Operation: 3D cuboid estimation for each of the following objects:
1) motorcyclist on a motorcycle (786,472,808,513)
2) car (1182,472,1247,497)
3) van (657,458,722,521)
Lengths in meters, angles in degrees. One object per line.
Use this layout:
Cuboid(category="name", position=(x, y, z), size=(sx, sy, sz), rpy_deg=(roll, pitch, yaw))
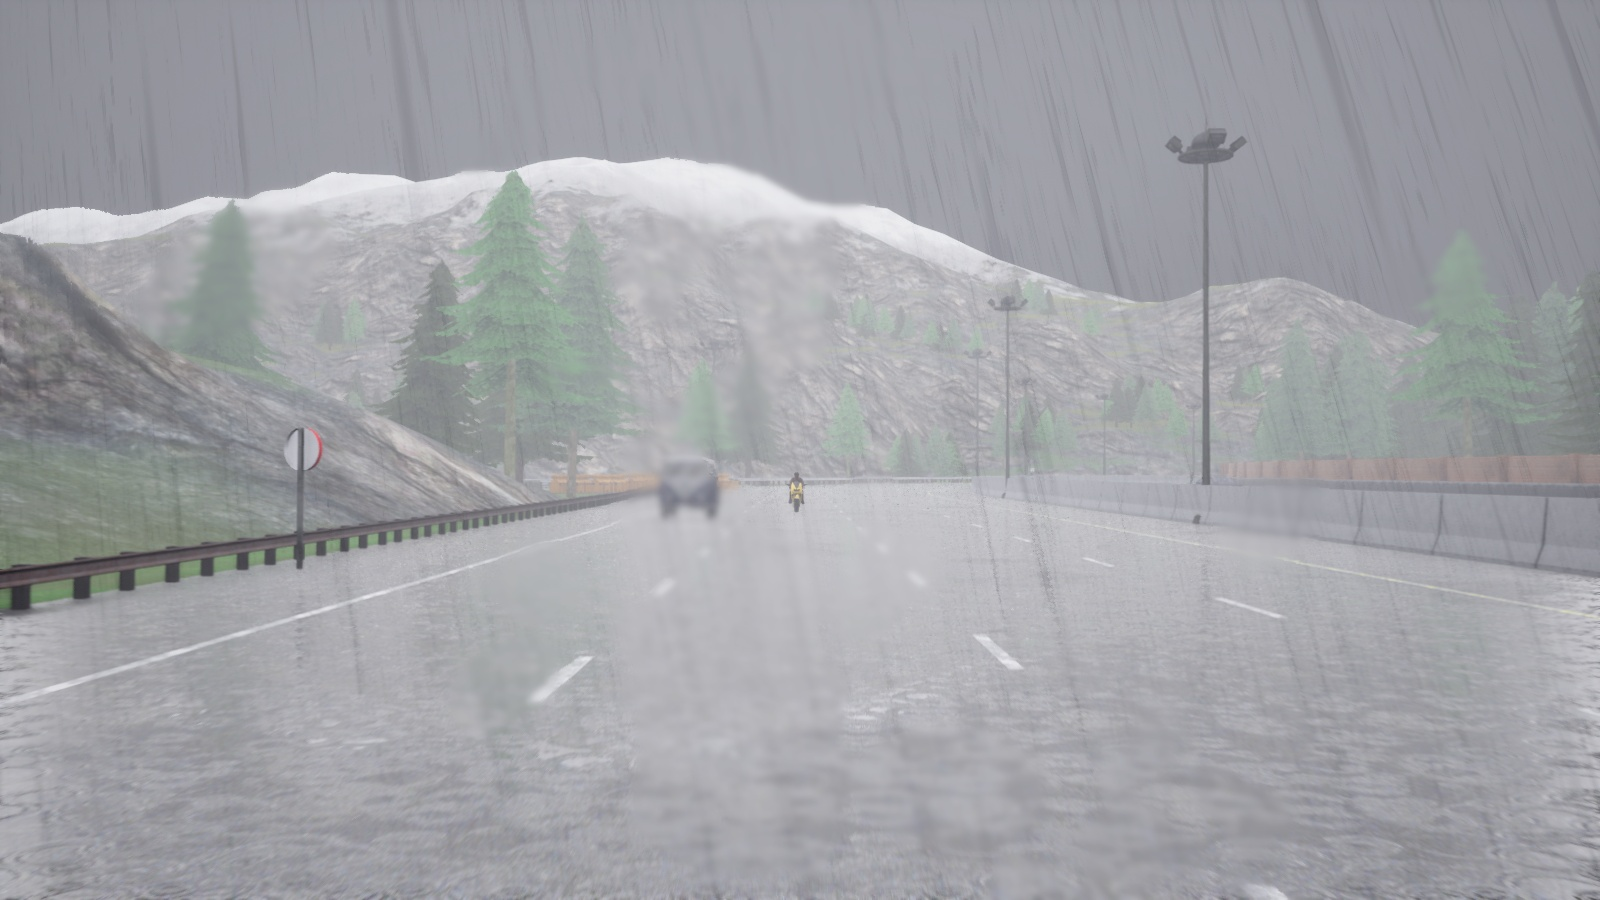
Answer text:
Cuboid(category="motorcyclist on a motorcycle", position=(-0.114, 1.589, 47.283), size=(0.797, 1.523, 2.044), rpy_deg=(0, -1, 0))
Cuboid(category="car", position=(24.324, 2.002, 73.926), size=(2.033, 1.411, 5.357), rpy_deg=(0, -1, 0))
Cuboid(category="van", position=(-3.601, 1.277, 41.528), size=(1.775, 1.987, 4.442), rpy_deg=(0, -1, 0))
